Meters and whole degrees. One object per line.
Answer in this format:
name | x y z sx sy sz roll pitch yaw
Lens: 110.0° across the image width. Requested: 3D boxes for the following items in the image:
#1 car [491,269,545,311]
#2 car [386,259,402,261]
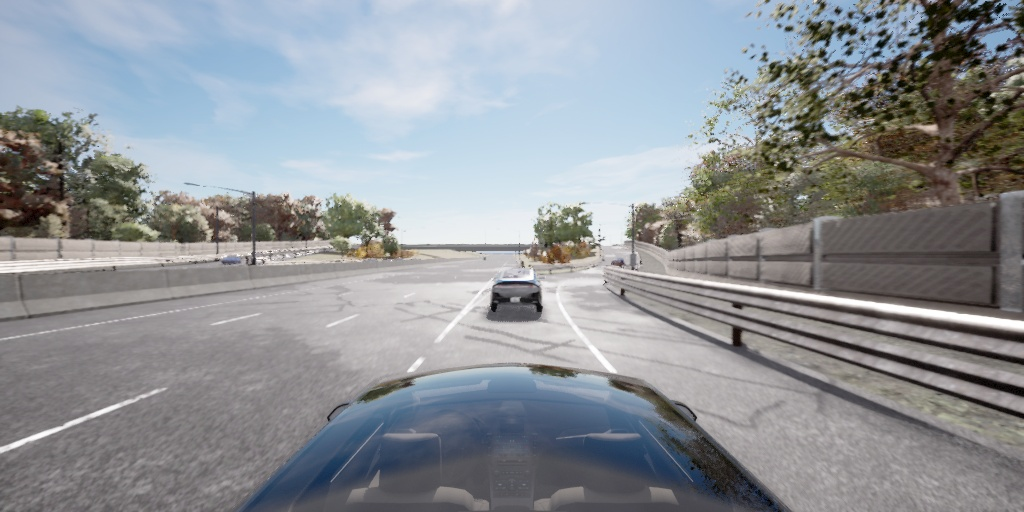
car | 0.287 1.251 14.422 2.128 1.511 4.902 0 0 4
car | -21.025 1.357 61.874 1.994 1.385 4.181 0 0 0
